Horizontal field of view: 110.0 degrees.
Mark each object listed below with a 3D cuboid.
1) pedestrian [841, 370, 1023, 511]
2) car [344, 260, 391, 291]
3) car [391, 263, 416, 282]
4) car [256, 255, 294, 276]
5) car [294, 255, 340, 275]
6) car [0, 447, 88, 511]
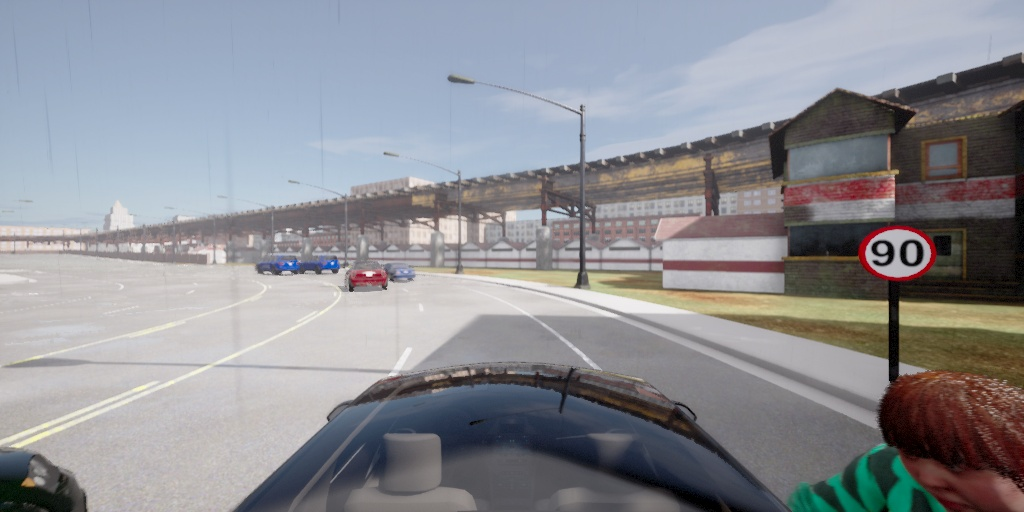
[{"bbox_3d":[1.055,1.062,0.595,0.375,1.860,0.375,-13,0,0],"label":"pedestrian"},{"bbox_3d":[-9.129,1.099,22.213,2.097,1.767,4.553,0,0,-28],"label":"car"},{"bbox_3d":[-9.679,1.292,29.435,2.033,1.411,5.357,0,0,-38],"label":"car"},{"bbox_3d":[-24.820,0.966,37.990,5.566,2.045,2.150,-1,0,33],"label":"car"},{"bbox_3d":[-21.494,0.962,39.944,5.566,2.045,2.150,-1,-1,34],"label":"car"},{"bbox_3d":[-3.540,1.315,0.351,1.994,1.385,4.181,0,0,1],"label":"car"}]
